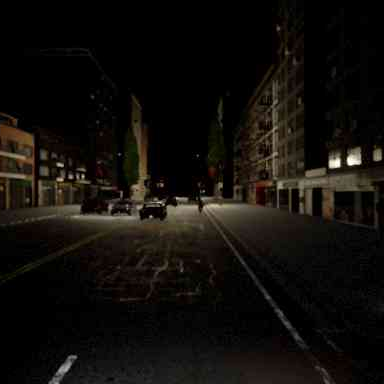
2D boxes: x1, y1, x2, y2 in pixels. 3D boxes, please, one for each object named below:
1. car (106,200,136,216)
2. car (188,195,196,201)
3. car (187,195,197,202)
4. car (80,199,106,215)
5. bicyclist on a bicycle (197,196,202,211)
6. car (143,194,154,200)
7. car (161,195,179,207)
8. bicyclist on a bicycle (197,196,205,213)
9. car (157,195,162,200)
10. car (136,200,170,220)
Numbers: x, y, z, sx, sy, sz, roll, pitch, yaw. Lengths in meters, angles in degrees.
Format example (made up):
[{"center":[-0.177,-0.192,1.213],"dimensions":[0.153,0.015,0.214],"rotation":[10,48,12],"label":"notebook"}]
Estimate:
[{"center":[-6.589,1.509,32.310],"dimensions":[1.812,1.442,4.674],"rotation":[0,0,0],"label":"car"},{"center":[0.006,1.454,81.504],"dimensions":[1.812,1.442,4.674],"rotation":[0,0,0],"label":"car"},{"center":[0.005,1.444,70.521],"dimensions":[1.837,1.490,4.892],"rotation":[0,0,0],"label":"car"},{"center":[-9.837,1.460,33.931],"dimensions":[1.882,1.535,5.008],"rotation":[0,0,0],"label":"car"},{"center":[0.896,1.347,40.113],"dimensions":[0.659,1.776,1.843],"rotation":[0,0,0],"label":"bicyclist on a bicycle"},{"center":[-9.745,1.164,75.063],"dimensions":[2.097,1.767,4.553],"rotation":[0,0,0],"label":"car"},{"center":[-3.146,1.471,50.708],"dimensions":[1.837,1.490,4.892],"rotation":[0,0,0],"label":"car"},{"center":[0.872,1.419,32.015],"dimensions":[0.866,1.612,1.509],"rotation":[0,0,0],"label":"bicyclist on a bicycle"},{"center":[-6.495,1.366,73.654],"dimensions":[1.994,1.385,4.181],"rotation":[0,0,0],"label":"car"},{"center":[-3.147,1.587,27.821],"dimensions":[1.895,1.301,4.718],"rotation":[0,0,0],"label":"car"}]
